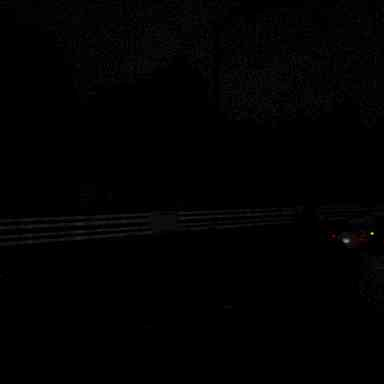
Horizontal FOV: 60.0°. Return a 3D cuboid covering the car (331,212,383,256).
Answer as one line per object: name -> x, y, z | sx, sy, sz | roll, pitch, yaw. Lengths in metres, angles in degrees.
car -> 7.371, 1.531, 13.071 | 4.674, 1.442, 1.812 | 0, 0, -34
